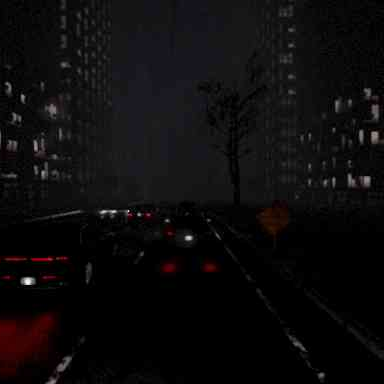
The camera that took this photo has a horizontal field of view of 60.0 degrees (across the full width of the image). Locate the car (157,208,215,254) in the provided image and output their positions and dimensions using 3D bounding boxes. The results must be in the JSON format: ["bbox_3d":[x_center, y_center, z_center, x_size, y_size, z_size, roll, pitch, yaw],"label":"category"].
[{"bbox_3d":[-0.144,1.582,13.598,1.994,1.385,4.181,0,0,-1],"label":"car"}]

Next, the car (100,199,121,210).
[{"bbox_3d":[-10.615,1.643,43.910,2.033,1.411,5.357,0,0,-1],"label":"car"}]

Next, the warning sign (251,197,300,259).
[{"bbox_3d":[2.688,1.120,10.832,1.300,1.860,1.060,1,1,-1],"label":"warning sign"}]

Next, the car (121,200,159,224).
[{"bbox_3d":[-3.619,1.593,25.114,2.033,1.411,5.357,0,0,-1],"label":"car"}]

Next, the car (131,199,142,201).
[{"bbox_3d":[-7.366,1.610,44.236,1.812,1.442,4.674,0,0,-1],"label":"car"}]

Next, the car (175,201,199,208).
[{"bbox_3d":[-0.434,1.545,29.968,1.837,1.490,4.892,0,0,-1],"label":"car"}]

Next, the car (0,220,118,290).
[{"bbox_3d":[-3.338,1.531,9.137,1.837,1.490,4.892,0,0,-1],"label":"car"}]
